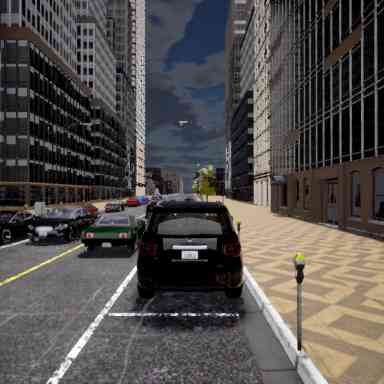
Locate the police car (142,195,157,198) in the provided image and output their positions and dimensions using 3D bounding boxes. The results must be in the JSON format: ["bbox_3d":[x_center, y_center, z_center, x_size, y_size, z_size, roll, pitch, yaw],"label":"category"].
[{"bbox_3d":[-3.146,1.415,31.323,1.930,1.638,5.238,0,0,0],"label":"police car"}]

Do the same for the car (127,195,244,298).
[{"bbox_3d":[-0.039,1.227,8.679,2.150,2.045,5.566,0,0,0],"label":"car"}]

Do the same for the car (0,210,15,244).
[{"bbox_3d":[-8.833,1.564,15.800,1.947,1.339,4.313,0,0,0],"label":"car"}]

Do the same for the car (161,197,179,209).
[{"bbox_3d":[-3.045,1.472,46.773,2.128,1.511,4.902,0,0,0],"label":"car"}]

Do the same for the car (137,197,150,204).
[{"bbox_3d":[-8.833,1.551,61.338,1.802,1.307,4.206,0,0,0],"label":"car"}]

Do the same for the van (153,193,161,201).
[{"bbox_3d":[-8.831,1.286,84.106,1.690,1.788,3.998,0,0,0],"label":"van"}]

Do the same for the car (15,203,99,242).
[{"bbox_3d":[-6.247,1.489,16.394,2.128,1.511,4.902,0,0,0],"label":"car"}]

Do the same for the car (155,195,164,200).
[{"bbox_3d":[-8.833,1.504,89.799,1.947,1.339,4.313,0,0,0],"label":"car"}]

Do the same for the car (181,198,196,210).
[{"bbox_3d":[-0.452,1.548,44.248,1.947,1.339,4.313,0,0,0],"label":"car"}]

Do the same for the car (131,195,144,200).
[{"bbox_3d":[-8.833,1.523,49.953,1.887,1.381,4.507,0,0,0],"label":"car"}]

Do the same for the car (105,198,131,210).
[{"bbox_3d":[-8.833,1.537,38.569,2.008,1.369,4.403,0,0,0],"label":"car"}]

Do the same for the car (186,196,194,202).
[{"bbox_3d":[-0.452,1.533,78.399,1.802,1.307,4.206,0,0,0],"label":"car"}]

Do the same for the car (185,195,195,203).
[{"bbox_3d":[-0.451,1.403,67.015,1.967,1.590,4.097,0,0,0],"label":"car"}]

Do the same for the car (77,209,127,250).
[{"bbox_3d":[-3.044,1.599,14.136,1.895,1.301,4.718,0,0,0],"label":"car"}]

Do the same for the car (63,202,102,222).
[{"bbox_3d":[-8.832,1.575,27.183,1.802,1.307,4.206,0,0,0],"label":"car"}]
